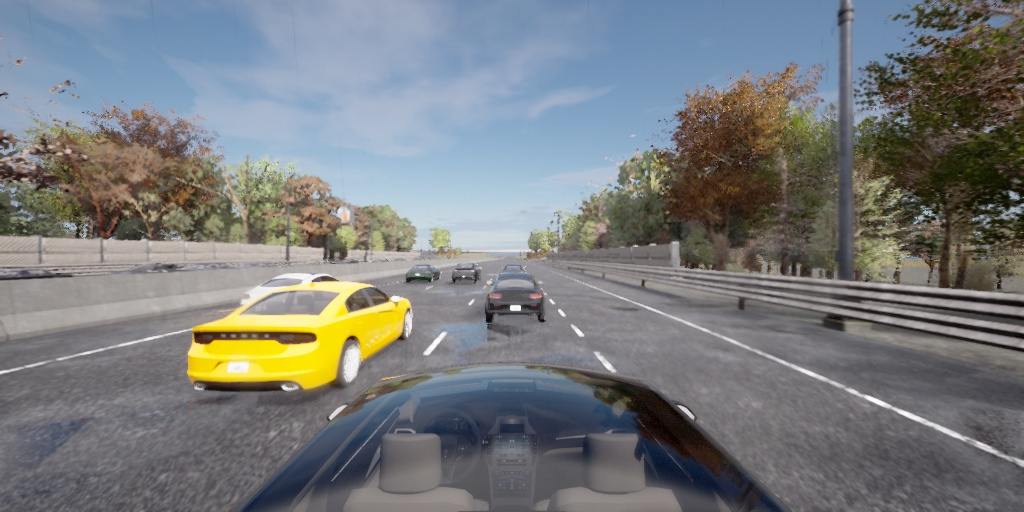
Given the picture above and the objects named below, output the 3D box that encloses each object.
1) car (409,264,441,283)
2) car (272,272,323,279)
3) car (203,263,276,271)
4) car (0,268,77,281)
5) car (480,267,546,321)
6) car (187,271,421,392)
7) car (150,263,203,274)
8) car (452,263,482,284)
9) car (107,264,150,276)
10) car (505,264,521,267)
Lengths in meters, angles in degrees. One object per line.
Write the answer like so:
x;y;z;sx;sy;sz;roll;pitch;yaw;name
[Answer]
-6.900;1.326;28.239;1.994;1.385;4.181;0;0;0;car
-6.899;1.278;12.157;1.812;1.442;4.674;0;0;0;car
-17.600;1.250;24.259;2.128;1.511;4.902;0;0;0;car
-28.101;1.356;20.097;1.895;1.301;4.718;0;0;0;car
0.100;1.278;12.259;1.812;1.442;4.674;0;0;0;car
-3.399;1.228;6.928;1.882;1.535;5.008;0;0;0;car
-21.100;1.250;24.554;2.128;1.511;4.902;0;0;0;car
-3.402;1.253;27.592;2.128;1.511;4.902;0;0;0;car
-24.600;1.264;24.516;1.837;1.490;4.892;0;0;0;car
0.100;1.326;28.288;1.994;1.385;4.181;0;0;0;car
